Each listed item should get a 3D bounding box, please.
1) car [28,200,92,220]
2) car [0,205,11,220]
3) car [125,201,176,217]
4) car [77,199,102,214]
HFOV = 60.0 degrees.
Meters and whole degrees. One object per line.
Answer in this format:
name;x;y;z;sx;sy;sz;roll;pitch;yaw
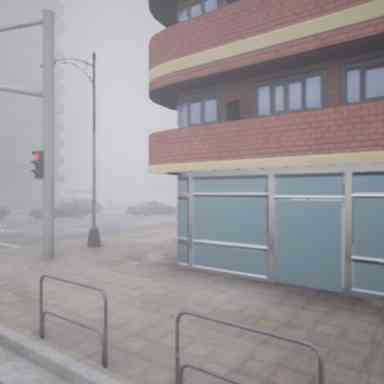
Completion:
car;-10.958;1.590;27.614;1.895;1.301;4.718;0;0;36
car;-16.624;1.513;25.761;1.812;1.442;4.674;0;0;36
car;-3.781;1.539;31.261;2.033;1.411;5.357;0;0;36
car;-11.248;1.493;33.149;1.837;1.490;4.892;0;0;36
